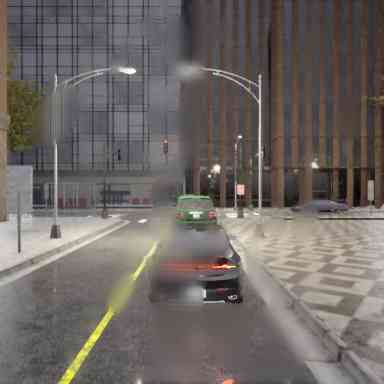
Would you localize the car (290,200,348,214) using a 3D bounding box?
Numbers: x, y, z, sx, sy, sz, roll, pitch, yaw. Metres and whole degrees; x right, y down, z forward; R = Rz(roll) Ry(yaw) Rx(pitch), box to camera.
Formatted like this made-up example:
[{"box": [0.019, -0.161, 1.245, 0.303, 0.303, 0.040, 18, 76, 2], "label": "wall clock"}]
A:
[{"box": [12.779, 1.485, 33.526, 5.357, 1.411, 2.033, 0, 0, 0], "label": "car"}]

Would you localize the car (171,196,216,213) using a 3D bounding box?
[{"box": [0.048, 1.218, 18.151, 2.150, 2.045, 5.566, 0, 0, -3], "label": "car"}]

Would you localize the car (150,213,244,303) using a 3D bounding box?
[{"box": [0.086, 1.503, 8.159, 1.837, 1.490, 4.892, 0, 0, 0], "label": "car"}]
